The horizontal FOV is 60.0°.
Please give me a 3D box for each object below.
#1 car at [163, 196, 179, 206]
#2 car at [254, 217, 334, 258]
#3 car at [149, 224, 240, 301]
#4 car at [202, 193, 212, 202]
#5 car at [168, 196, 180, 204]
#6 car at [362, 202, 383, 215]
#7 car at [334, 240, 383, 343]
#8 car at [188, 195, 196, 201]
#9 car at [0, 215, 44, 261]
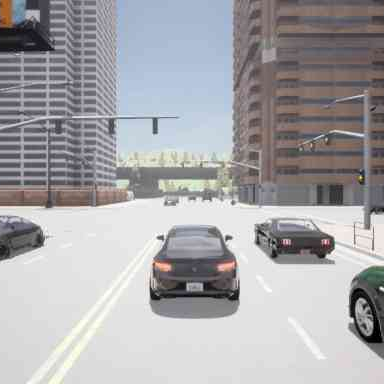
[{"bbox_3d":[-3.577,1.491,54.797,2.128,1.511,4.902,0,0,-1],"label":"car"},{"bbox_3d":[3.608,1.601,12.679,1.895,1.301,4.718,0,0,1],"label":"car"},{"bbox_3d":[0.064,1.526,8.227,1.812,1.442,4.674,0,0,0],"label":"car"},{"bbox_3d":[3.534,1.225,77.979,2.150,2.045,5.566,0,0,0],"label":"car"},{"bbox_3d":[-3.513,1.491,65.201,2.128,1.511,4.902,0,0,1],"label":"car"},{"bbox_3d":[19.971,1.601,33.697,4.718,1.301,1.895,0,0,1],"label":"car"},{"bbox_3d":[3.601,1.352,3.594,2.097,1.767,4.553,0,0,0],"label":"car"},{"bbox_3d":[0.033,1.425,77.270,1.837,1.490,4.892,0,0,0],"label":"car"},{"bbox_3d":[-7.092,1.564,12.071,1.994,1.385,4.181,0,0,0],"label":"car"}]
